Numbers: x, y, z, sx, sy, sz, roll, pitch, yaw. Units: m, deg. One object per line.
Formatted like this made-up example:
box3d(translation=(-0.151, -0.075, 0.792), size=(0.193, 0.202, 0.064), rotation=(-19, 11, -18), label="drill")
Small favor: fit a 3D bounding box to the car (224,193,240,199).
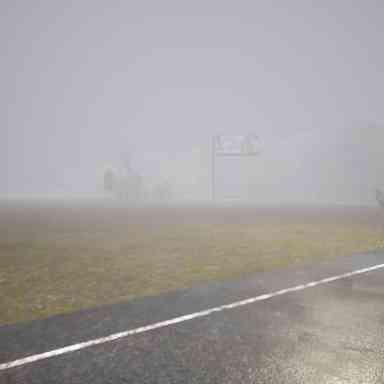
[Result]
box3d(translation=(10.068, 0.956, 84.335), size=(2.097, 1.767, 4.553), rotation=(0, 0, -31), label="car")
